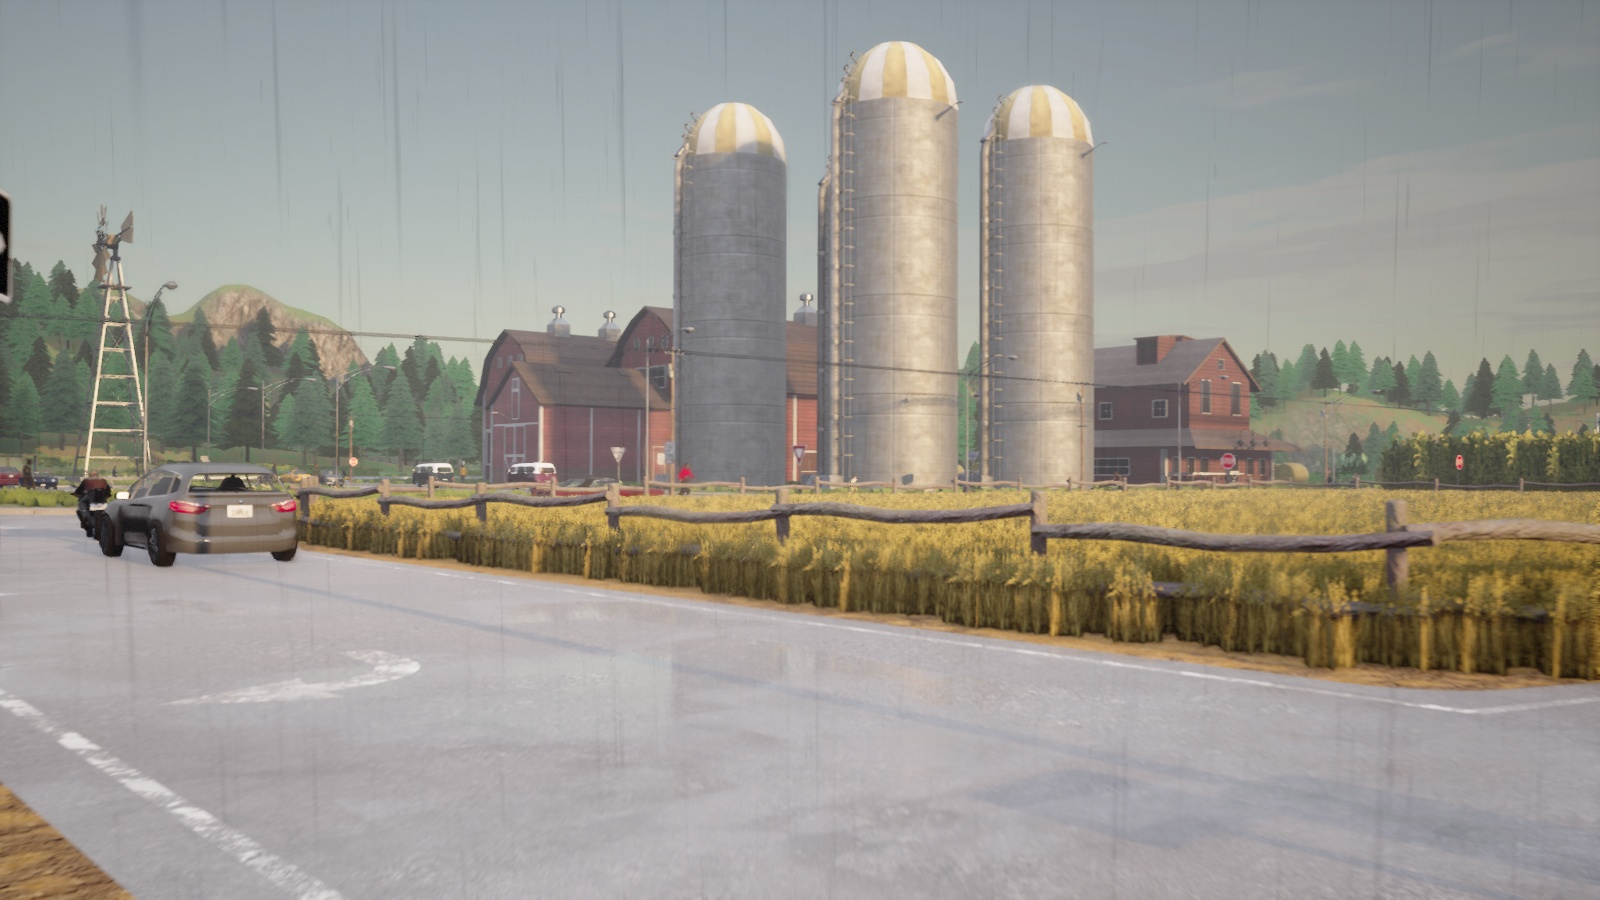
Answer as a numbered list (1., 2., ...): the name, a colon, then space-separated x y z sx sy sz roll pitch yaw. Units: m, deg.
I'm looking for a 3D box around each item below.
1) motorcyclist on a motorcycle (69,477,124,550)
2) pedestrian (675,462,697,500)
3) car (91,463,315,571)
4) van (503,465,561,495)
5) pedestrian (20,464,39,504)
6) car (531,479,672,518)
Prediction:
1. motorcyclist on a motorcycle: -15.629 1.375 27.872 0.866 1.530 2.191 0 -1 -35
2. pedestrian: -5.551 1.515 61.120 0.899 1.844 0.634 -1 -1 32
3. car: -10.445 1.065 21.782 2.242 1.667 4.611 1 -1 -43
4. van: -18.704 2.073 87.407 2.069 2.038 4.480 1 -1 -40
5. pedestrian: -37.658 1.640 61.371 0.395 1.930 0.692 -1 -1 21
6. car: -7.117 1.701 45.296 4.718 1.301 1.895 1 -1 -39
